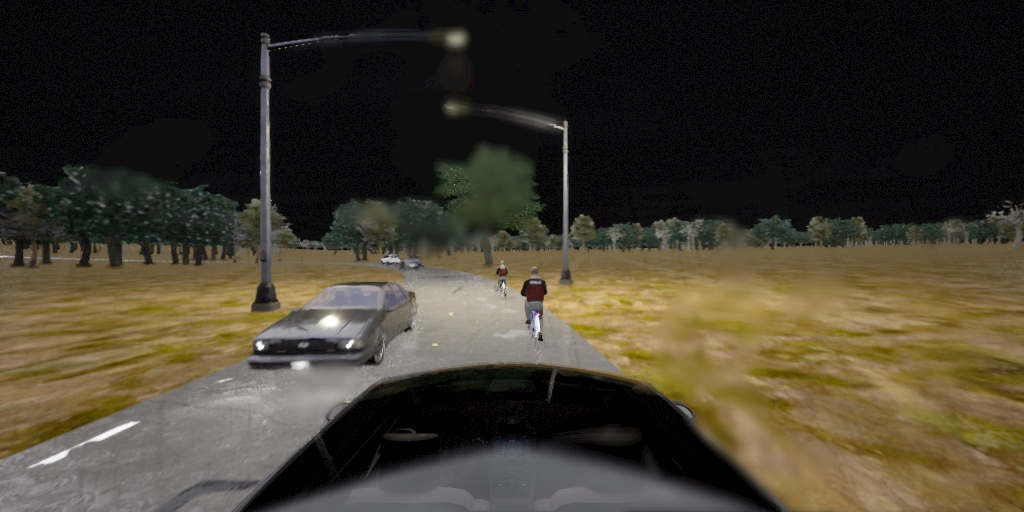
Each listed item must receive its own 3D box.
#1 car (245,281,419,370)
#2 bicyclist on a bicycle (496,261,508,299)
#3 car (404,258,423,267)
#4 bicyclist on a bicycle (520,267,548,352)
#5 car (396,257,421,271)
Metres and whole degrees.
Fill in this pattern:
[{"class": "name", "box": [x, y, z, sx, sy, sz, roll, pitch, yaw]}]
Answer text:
[{"class": "car", "box": [-3.427, 1.300, 8.169, 2.033, 1.411, 5.357, 0, 0, -4]}, {"class": "bicyclist on a bicycle", "box": [-0.483, 1.110, 17.131, 0.659, 1.776, 1.843, 0, 0, -8]}, {"class": "car", "box": [-16.552, 1.082, 60.001, 1.812, 1.442, 4.674, -1, 1, -31]}, {"class": "bicyclist on a bicycle", "box": [0.482, 1.117, 8.063, 0.659, 1.776, 1.843, 0, 0, -4]}, {"class": "car", "box": [-13.808, 1.127, 48.096, 2.128, 1.511, 4.902, -1, 0, -26]}]
